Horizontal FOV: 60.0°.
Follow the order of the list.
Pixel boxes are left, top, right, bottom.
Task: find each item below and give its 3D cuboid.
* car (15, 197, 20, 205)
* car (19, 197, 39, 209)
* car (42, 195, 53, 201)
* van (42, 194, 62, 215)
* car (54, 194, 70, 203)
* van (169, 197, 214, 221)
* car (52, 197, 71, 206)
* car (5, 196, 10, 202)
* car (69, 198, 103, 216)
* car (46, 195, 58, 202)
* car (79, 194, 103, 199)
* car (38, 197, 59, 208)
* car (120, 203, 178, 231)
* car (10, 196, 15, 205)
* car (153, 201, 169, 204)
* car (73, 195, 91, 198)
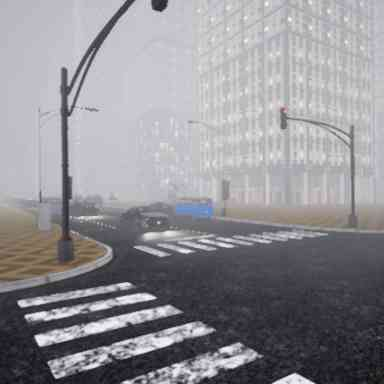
[{"bbox_3d":[-25.013,1.601,50.332,2.008,1.369,4.403,0,0,-33],"label":"car"},{"bbox_3d":[-22.019,1.615,45.672,1.947,1.339,4.313,0,0,-33],"label":"car"},{"bbox_3d":[-36.023,1.507,82.967,1.752,1.417,4.829,0,0,-33],"label":"car"},{"bbox_3d":[-13.036,1.386,31.691,1.690,1.788,3.998,0,0,-33],"label":"van"},{"bbox_3d":[-26.948,1.294,68.843,2.192,1.841,5.009,0,0,-33],"label":"car"},{"bbox_3d":[0.096,1.307,26.967,1.690,1.788,3.998,0,0,-33],"label":"van"},{"bbox_3d":[-22.353,1.549,56.711,2.033,1.411,5.357,-1,0,-33],"label":"car"},{"bbox_3d":[-42.981,1.638,78.293,1.802,1.307,4.206,0,0,-33],"label":"car"},{"bbox_3d":[-10.529,1.585,32.578,1.994,1.385,4.181,-1,0,-33],"label":"car"},{"bbox_3d":[-32.937,1.532,78.164,2.008,1.369,4.403,0,0,-33],"label":"car"},{"bbox_3d":[-14.970,1.290,50.202,2.192,1.841,5.009,0,0,-33],"label":"car"},{"bbox_3d":[-21.663,1.523,50.084,2.128,1.511,4.902,-1,0,-33],"label":"car"},{"bbox_3d":[-2.978,1.581,20.823,1.994,1.385,4.181,-1,0,-33],"label":"car"},{"bbox_3d":[-31.002,1.635,59.653,1.802,1.307,4.206,0,0,-33],"label":"car"},{"bbox_3d":[-2.973,1.513,31.577,1.887,1.381,4.507,0,0,-33],"label":"car"},{"bbox_3d":[-16.798,1.546,48.108,2.033,1.411,5.357,-1,0,-32],"label":"car"}]
